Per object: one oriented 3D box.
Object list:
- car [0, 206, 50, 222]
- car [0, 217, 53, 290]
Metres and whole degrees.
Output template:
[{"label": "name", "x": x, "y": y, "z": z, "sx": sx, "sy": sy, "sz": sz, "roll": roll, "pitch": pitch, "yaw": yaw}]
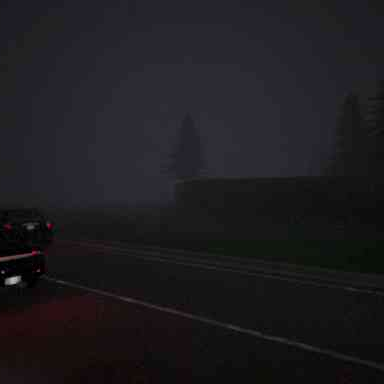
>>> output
[{"label": "car", "x": -7.879, "y": 1.381, "z": 13.911, "sx": 4.553, "sy": 1.767, "sz": 2.097, "roll": 0, "pitch": 0, "yaw": 35}, {"label": "car", "x": -5.450, "y": 1.510, "z": 7.879, "sx": 4.902, "sy": 1.511, "sz": 2.128, "roll": 0, "pitch": 0, "yaw": 35}]
